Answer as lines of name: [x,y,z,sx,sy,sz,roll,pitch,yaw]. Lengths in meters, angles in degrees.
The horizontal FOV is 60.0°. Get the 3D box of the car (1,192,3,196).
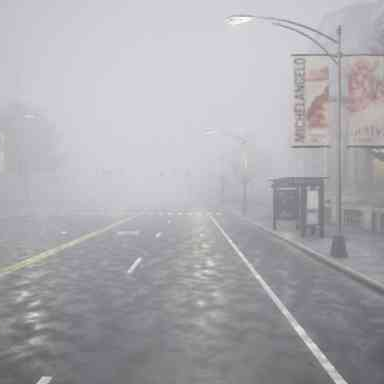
car: [-49.531,1.317,81.377,4.674,1.452,2.002,0,0,0]
